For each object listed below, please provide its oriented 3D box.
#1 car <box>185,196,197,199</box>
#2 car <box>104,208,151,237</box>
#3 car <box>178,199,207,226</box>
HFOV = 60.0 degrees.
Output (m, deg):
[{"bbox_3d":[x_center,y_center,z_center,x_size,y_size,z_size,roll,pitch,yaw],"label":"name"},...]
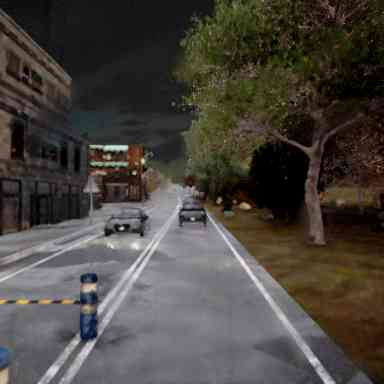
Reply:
[{"bbox_3d":[-0.130,1.322,42.417,2.097,1.767,4.553,0,0,-1],"label":"car"},{"bbox_3d":[-3.386,1.570,18.052,1.994,1.385,4.181,0,0,0],"label":"car"},{"bbox_3d":[0.044,1.489,23.475,2.128,1.511,4.902,0,0,0],"label":"car"}]
